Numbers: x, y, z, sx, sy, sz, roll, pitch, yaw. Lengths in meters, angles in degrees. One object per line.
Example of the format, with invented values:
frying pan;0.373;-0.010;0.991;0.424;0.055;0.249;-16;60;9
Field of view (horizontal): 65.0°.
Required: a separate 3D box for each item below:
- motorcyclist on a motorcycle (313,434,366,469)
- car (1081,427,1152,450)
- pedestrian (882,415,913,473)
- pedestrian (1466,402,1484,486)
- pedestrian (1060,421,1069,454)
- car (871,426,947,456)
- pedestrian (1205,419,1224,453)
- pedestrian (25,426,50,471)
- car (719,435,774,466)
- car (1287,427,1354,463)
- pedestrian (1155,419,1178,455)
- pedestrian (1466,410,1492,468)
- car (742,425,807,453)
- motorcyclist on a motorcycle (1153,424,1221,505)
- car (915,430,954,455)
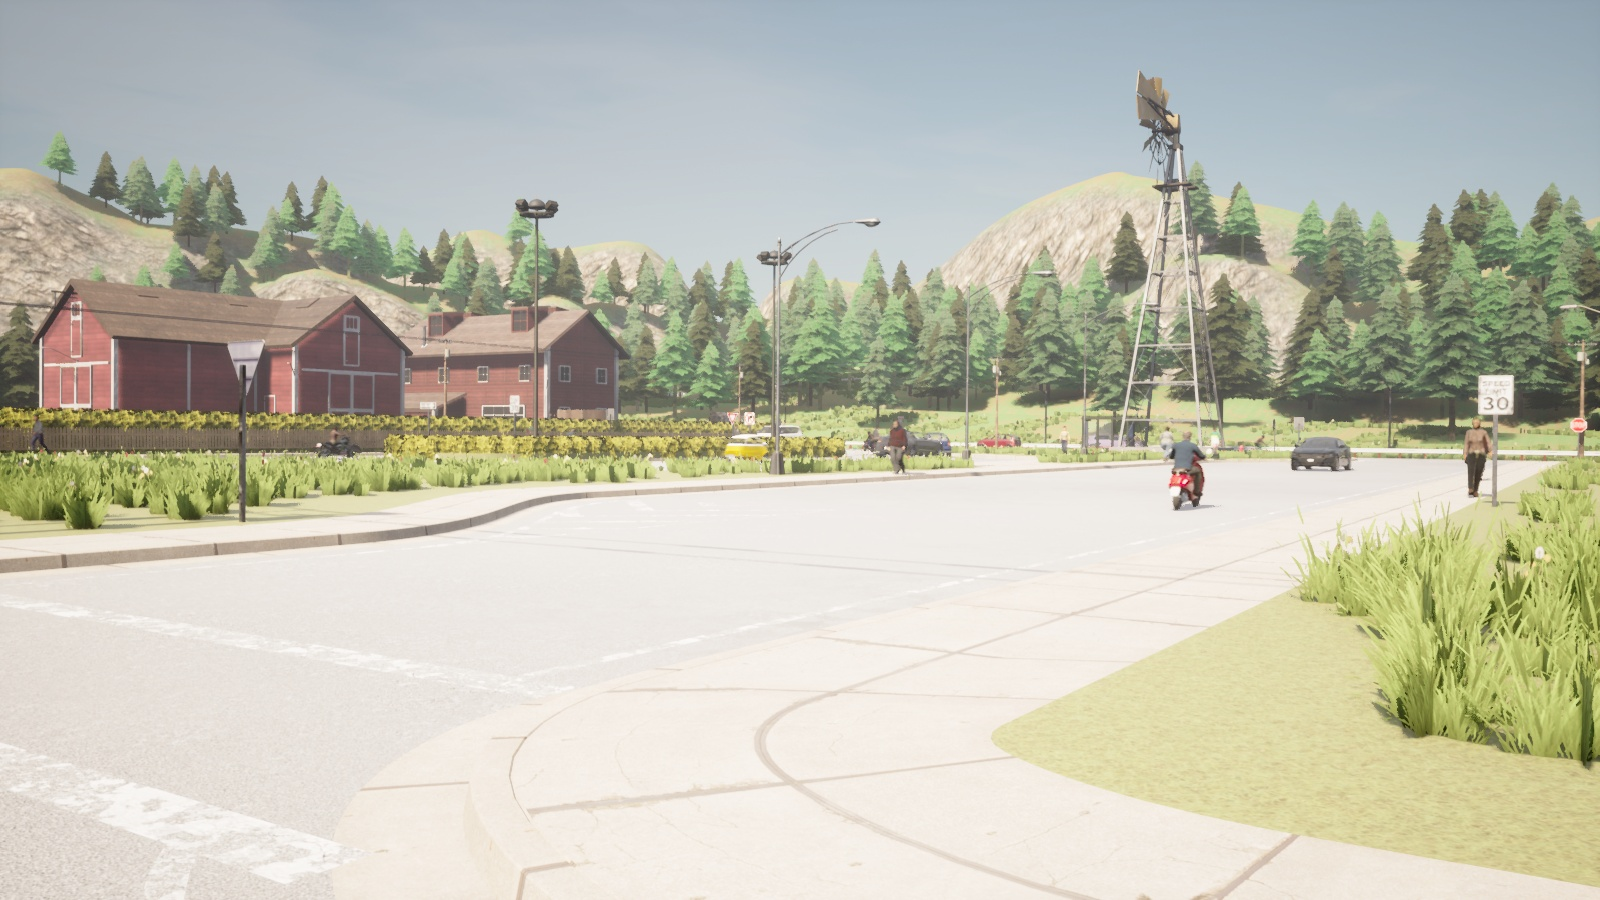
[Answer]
motorcyclist on a motorcycle;-21.843;0.063;59.604;0.766;1.649;2.350;0;1;33
car;24.257;-0.873;96.179;4.856;1.649;2.033;0;1;34
pedestrian;3.138;-0.193;40.258;0.634;1.844;0.899;0;1;32
pedestrian;15.145;-0.135;28.175;0.331;1.846;0.634;0;1;31
pedestrian;14.370;-0.682;68.255;0.345;1.836;0.594;0;1;29
car;6.193;-0.515;70.773;2.152;1.651;5.027;0;1;33
pedestrian;23.370;-0.793;70.807;0.873;1.952;0.659;-1;1;-38
pedestrian;-33.468;-0.066;55.107;0.423;1.949;0.788;0;1;27
car;-2.456;0.020;57.580;1.481;1.376;2.207;0;1;34
car;23.209;-0.265;55.886;1.882;1.535;5.008;0;1;33
pedestrian;18.910;-0.671;64.835;0.874;1.855;0.900;0;1;36
pedestrian;21.668;-0.357;40.072;0.634;1.844;0.899;0;1;34
car;-1.908;-0.849;96.151;2.150;2.045;5.566;0;1;33
motorcyclist on a motorcycle;7.902;0.263;25.590;0.866;1.590;1.817;0;1;33
car;8.536;-0.468;80.101;1.789;1.549;3.705;-1;0;-4
